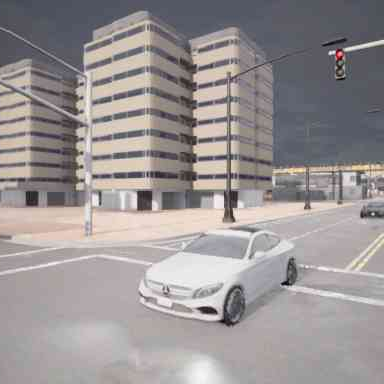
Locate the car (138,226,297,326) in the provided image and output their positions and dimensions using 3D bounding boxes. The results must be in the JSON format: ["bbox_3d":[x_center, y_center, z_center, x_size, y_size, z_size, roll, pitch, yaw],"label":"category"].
[{"bbox_3d":[0.893,1.535,7.348,1.812,1.442,4.674,0,0,35],"label":"car"}]

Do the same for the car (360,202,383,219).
[{"bbox_3d":[15.441,1.567,27.913,1.994,1.385,4.181,0,0,35],"label":"car"}]
